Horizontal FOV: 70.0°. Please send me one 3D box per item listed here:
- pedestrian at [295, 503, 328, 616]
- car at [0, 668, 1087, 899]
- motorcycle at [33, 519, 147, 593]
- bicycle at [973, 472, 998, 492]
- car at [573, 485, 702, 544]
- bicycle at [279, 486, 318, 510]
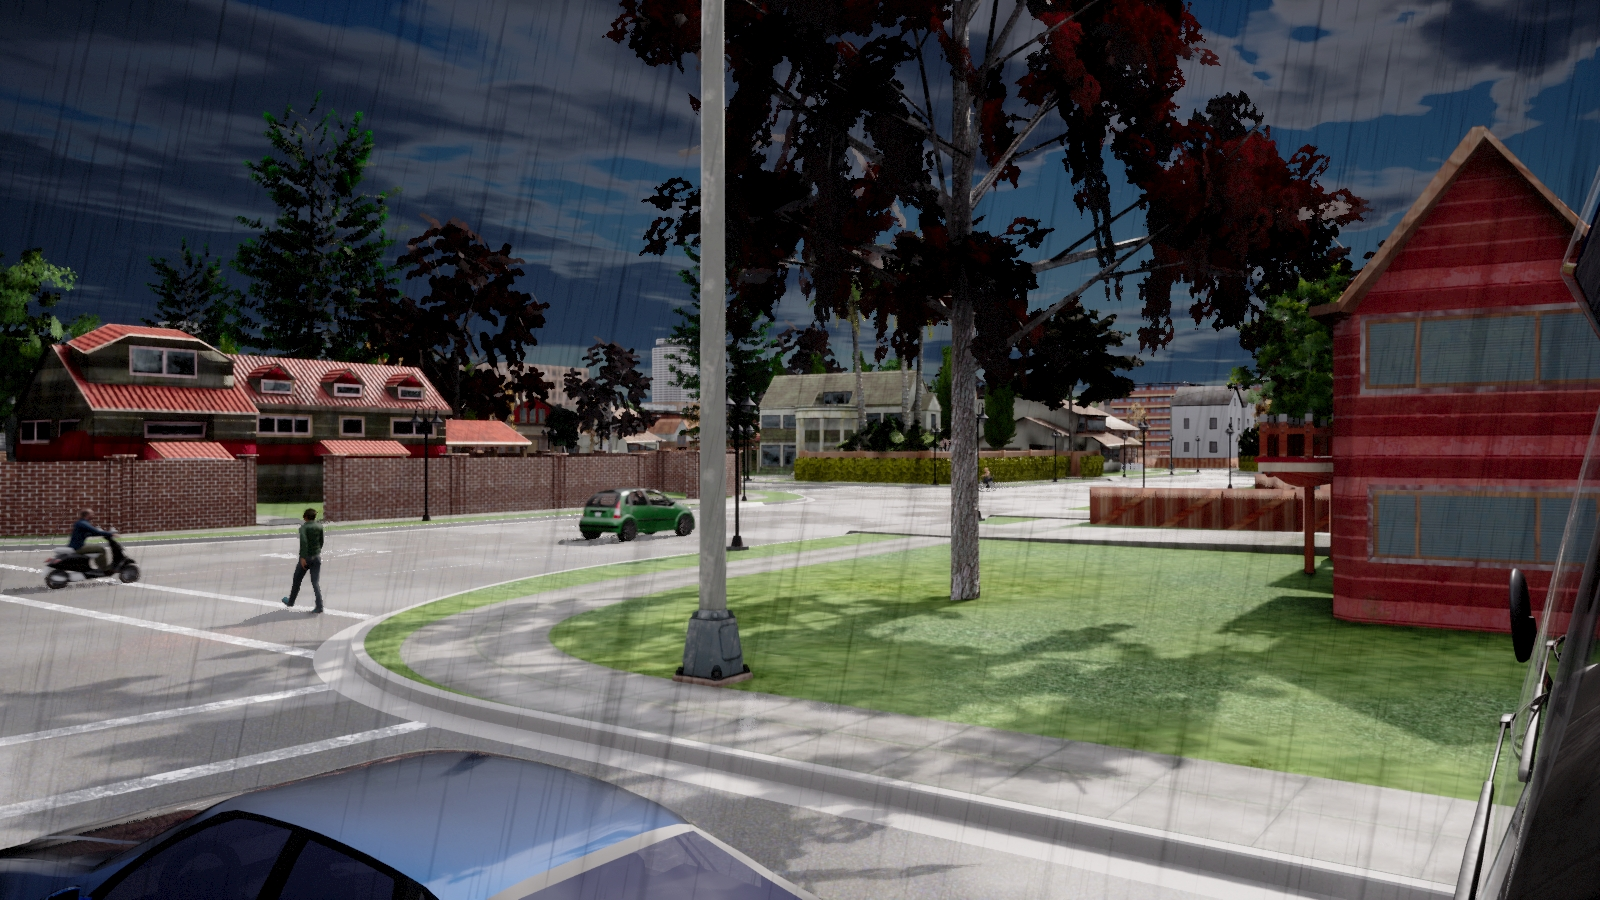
[{"bbox_3d":[-8.301,1.848,19.406,0.375,1.860,0.375,0,0,34],"label":"pedestrian"},{"bbox_3d":[-1.713,2.106,4.943,5.357,1.411,2.033,0,0,36],"label":"car"},{"bbox_3d":[-14.450,2.127,23.296,0.856,1.341,1.805,-1,-1,40],"label":"motorcycle"},{"bbox_3d":[12.154,2.073,74.932,1.487,1.301,0.859,0,-2,-6],"label":"bicycle"},{"bbox_3d":[-5.102,1.999,36.335,1.851,1.617,3.988,0,0,34],"label":"car"},{"bbox_3d":[-23.817,2.256,54.258,0.859,1.080,1.487,0,0,34],"label":"bicycle"}]
